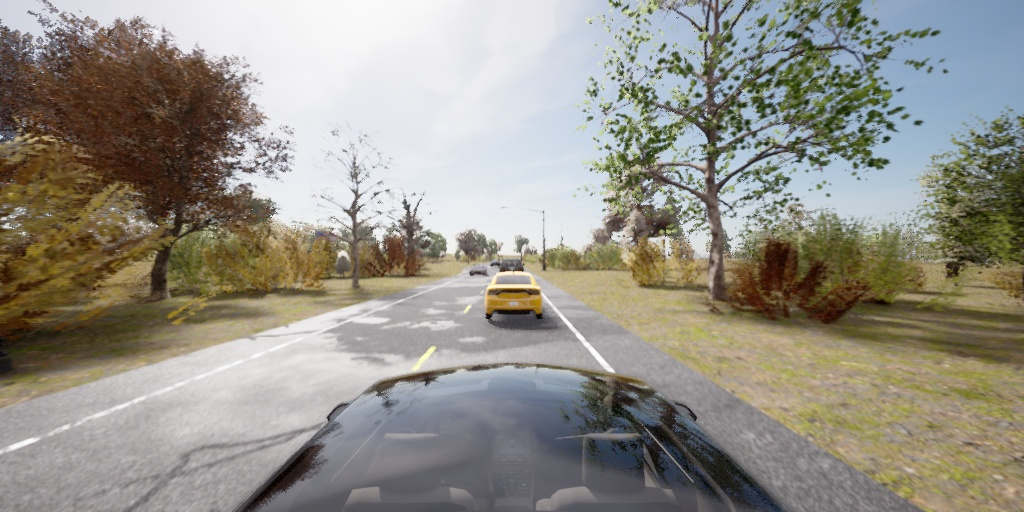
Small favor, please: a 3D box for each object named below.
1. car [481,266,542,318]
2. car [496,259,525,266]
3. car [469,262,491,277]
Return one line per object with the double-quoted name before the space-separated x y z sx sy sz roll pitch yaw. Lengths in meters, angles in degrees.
"car" 0.057 1.336 13.558 1.882 1.535 5.008 0 0 0
"car" -0.023 1.252 32.590 2.150 2.045 5.566 0 0 0
"car" -3.837 1.670 41.764 1.994 1.385 4.181 0 0 -1
